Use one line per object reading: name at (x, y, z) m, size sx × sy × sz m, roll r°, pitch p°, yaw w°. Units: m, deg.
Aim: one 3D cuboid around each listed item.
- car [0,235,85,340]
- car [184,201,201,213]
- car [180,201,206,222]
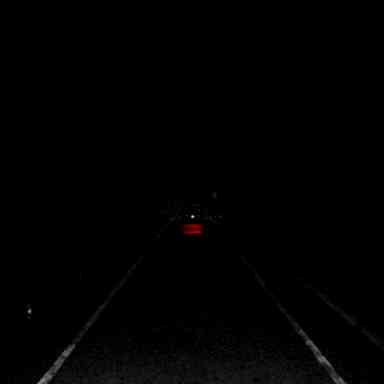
car at (-3.594, 1.569, 6.410) m, size 1.994 × 1.385 × 4.181 m, roll 0°, pitch 0°, yaw 0°
car at (0.078, 1.928, 43.968) m, size 2.128 × 1.511 × 4.902 m, roll 0°, pitch -1°, yaw 0°
car at (0.066, 1.660, 27.752) m, size 1.837 × 1.490 × 4.892 m, roll 0°, pitch -1°, yaw 0°
